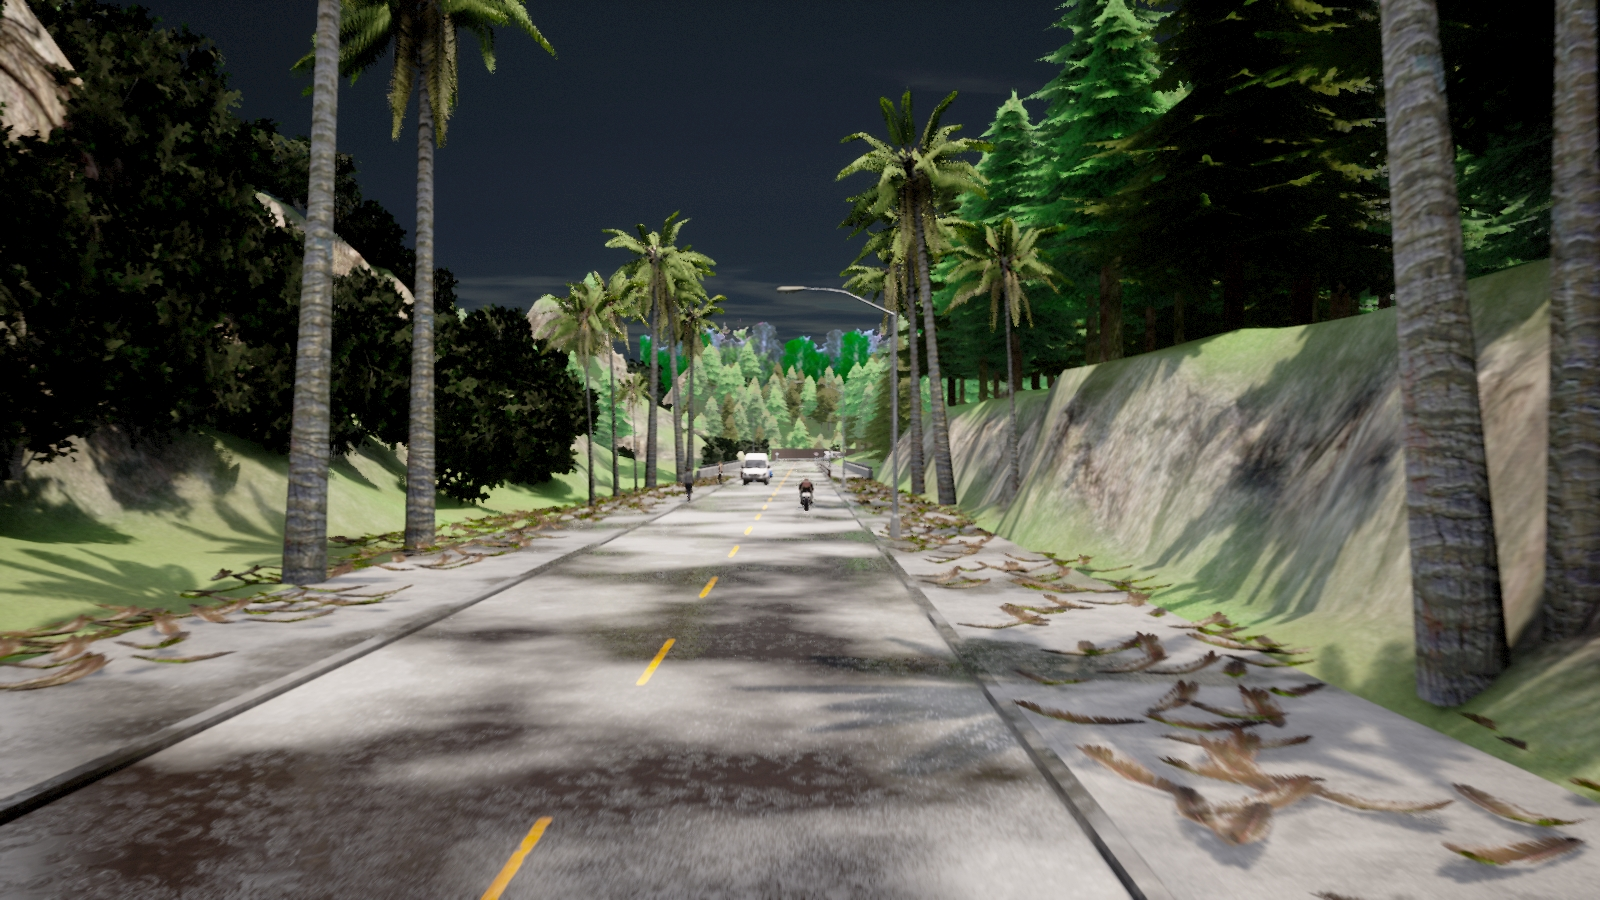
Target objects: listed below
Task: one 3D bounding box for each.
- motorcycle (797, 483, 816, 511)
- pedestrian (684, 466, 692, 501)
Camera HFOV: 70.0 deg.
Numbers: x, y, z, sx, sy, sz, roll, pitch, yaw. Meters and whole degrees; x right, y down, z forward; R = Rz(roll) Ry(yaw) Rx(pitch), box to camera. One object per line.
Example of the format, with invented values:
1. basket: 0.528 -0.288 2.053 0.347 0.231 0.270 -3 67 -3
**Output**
1. motorcycle: 0.304 2.221 54.170 0.867 1.251 2.209 0 0 0
2. pedestrian: -5.870 1.761 59.953 0.375 1.860 0.375 0 0 -3
